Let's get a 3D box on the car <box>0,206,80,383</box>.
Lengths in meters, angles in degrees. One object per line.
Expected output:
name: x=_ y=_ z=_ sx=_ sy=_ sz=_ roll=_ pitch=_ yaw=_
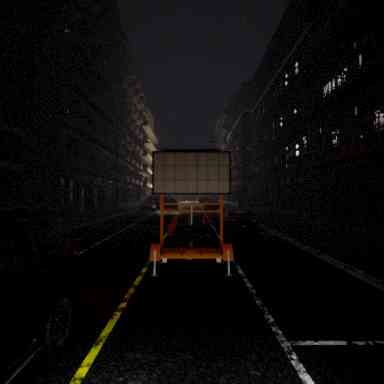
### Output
car: x=-2.850 y=1.222 z=3.105 sx=2.150 sy=2.045 sz=5.566 roll=0 pitch=0 yaw=0

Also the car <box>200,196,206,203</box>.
car: x=2.574 y=1.635 z=46.301 sx=2.008 sy=1.369 sz=4.403 roll=1 pitch=0 yaw=0

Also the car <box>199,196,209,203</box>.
car: x=2.577 y=1.626 z=73.955 sx=1.967 sy=1.590 sz=4.097 roll=1 pitch=0 yaw=0

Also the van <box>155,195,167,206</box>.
van: x=-5.303 y=1.459 z=57.421 sx=1.690 sy=1.788 sz=3.998 roll=2 pitch=0 yaw=0

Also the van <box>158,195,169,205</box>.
van: x=-5.306 y=1.481 z=62.953 sx=1.690 sy=1.788 sz=3.998 roll=1 pitch=0 yaw=0

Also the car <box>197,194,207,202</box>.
car: x=2.536 y=1.551 z=85.017 sx=2.192 sy=1.841 sz=5.009 roll=1 pitch=0 yaw=0

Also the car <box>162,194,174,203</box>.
car: x=-5.307 y=1.501 z=74.014 sx=2.192 sy=1.841 sz=5.009 roll=1 pitch=0 yaw=0

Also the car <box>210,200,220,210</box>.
car: x=2.580 y=1.555 z=24.349 sx=1.752 sy=1.417 sz=4.829 roll=1 pitch=0 yaw=0

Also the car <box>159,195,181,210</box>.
car: x=-2.858 y=1.553 z=43.459 sx=1.882 sy=1.535 sz=5.008 roll=0 pitch=0 yaw=0

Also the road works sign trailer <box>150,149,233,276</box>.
road works sign trailer: x=-0.012 y=0.473 z=10.318 sx=2.380 sy=3.560 sz=2.880 roll=0 pitch=0 yaw=0

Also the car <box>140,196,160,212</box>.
car: x=-5.304 y=1.594 z=40.661 sx=1.752 sy=1.417 sz=4.829 roll=2 pitch=0 yaw=0

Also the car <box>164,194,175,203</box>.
car: x=-5.309 y=1.526 z=79.544 sx=2.192 sy=1.841 sz=5.009 roll=1 pitch=0 yaw=0

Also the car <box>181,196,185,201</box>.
car: x=-2.770 y=1.838 z=90.305 sx=1.895 sy=1.301 sz=4.718 roll=0 pitch=0 yaw=0

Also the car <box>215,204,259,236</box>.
car: x=2.581 y=1.565 z=18.647 sx=1.887 sy=1.381 sz=4.507 roll=1 pitch=0 yaw=0

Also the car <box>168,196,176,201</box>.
car: x=-5.318 y=1.830 z=90.605 sx=1.947 sy=1.339 sz=4.313 roll=1 pitch=0 yaw=0

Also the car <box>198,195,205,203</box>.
car: x=2.570 y=1.684 z=62.893 sx=1.887 sy=1.381 sz=4.507 roll=1 pitch=0 yaw=0

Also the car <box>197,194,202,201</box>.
car: x=2.569 y=1.706 z=68.423 sx=1.887 sy=1.381 sz=4.507 roll=1 pitch=0 yaw=0

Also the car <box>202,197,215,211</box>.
car: x=2.575 y=1.614 z=40.769 sx=1.887 sy=1.381 sz=4.507 roll=1 pitch=0 yaw=0
